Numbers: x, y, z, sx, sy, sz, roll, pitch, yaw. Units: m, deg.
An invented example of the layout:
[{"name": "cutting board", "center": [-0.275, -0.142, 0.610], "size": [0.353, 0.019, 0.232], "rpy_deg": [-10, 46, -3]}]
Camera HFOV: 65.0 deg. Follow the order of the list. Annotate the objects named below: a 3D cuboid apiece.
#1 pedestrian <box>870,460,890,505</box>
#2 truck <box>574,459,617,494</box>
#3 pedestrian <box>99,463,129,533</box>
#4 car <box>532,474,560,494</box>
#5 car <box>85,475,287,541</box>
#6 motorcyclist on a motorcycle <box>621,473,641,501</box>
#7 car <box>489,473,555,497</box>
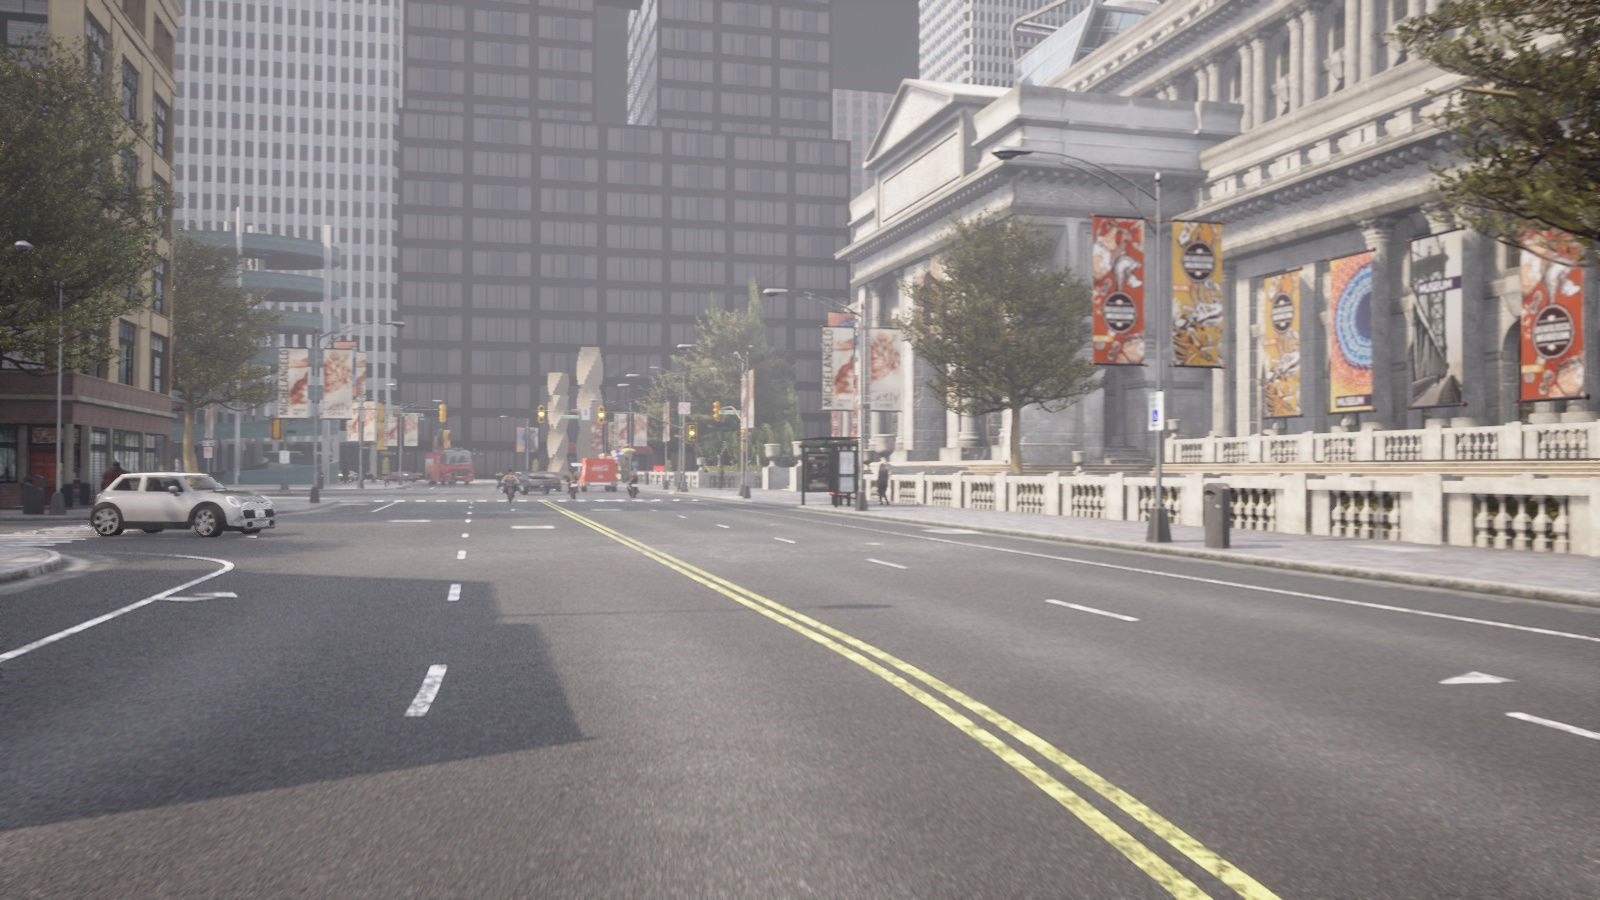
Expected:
[{"name": "pedestrian", "center": [3.291, 1.319, 51.576], "size": [0.540, 1.848, 0.694], "rpy_deg": [0, -1, -22]}, {"name": "truck", "center": [-15.000, 1.943, 92.031], "size": [2.627, 2.467, 5.204], "rpy_deg": [0, -1, -14]}, {"name": "pedestrian", "center": [-18.318, 1.273, 33.543], "size": [0.634, 1.844, 0.899], "rpy_deg": [0, -1, -24]}, {"name": "car", "center": [-18.738, 2.482, 92.511], "size": [1.812, 1.442, 4.674], "rpy_deg": [0, -1, -14]}, {"name": "car", "center": [-14.358, 1.345, 29.483], "size": [3.806, 1.475, 1.970], "rpy_deg": [0, -1, 9]}, {"name": "motorcyclist on a motorcycle", "center": [-9.569, 2.086, 71.007], "size": [0.866, 1.530, 2.191], "rpy_deg": [0, -1, -14]}, {"name": "car", "center": [-17.768, 2.200, 80.081], "size": [2.128, 1.511, 4.902], "rpy_deg": [1, -1, -39]}]
